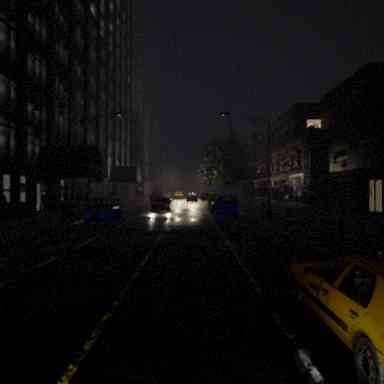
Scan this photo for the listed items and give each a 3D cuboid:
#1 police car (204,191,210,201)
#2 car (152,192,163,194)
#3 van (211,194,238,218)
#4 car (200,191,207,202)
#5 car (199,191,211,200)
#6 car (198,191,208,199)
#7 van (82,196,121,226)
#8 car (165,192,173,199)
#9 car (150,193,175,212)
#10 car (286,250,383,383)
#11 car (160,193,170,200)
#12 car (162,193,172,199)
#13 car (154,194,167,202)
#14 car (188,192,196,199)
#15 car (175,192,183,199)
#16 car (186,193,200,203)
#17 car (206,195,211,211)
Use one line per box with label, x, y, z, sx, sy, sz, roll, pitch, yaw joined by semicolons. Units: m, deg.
police car;3.007;1.077;43.000;1.930;1.638;5.238;0;0;0
car;-5.666;0.865;54.592;2.192;1.841;5.009;1;1;0
van;2.708;1.128;26.862;1.690;1.788;3.998;1;0;0
car;2.712;1.024;60.309;1.752;1.417;4.829;1;1;0
car;2.717;0.714;71.229;2.192;1.841;5.009;1;1;0
car;2.719;0.610;82.322;2.192;1.841;5.009;1;1;0
van;-5.673;1.174;21.316;1.690;1.788;3.998;1;0;0
car;-5.665;0.822;82.153;1.752;1.417;4.829;1;1;0
car;-3.091;1.205;34.066;1.882;1.535;5.008;0;0;0
car;2.702;1.488;4.848;1.752;1.417;4.829;1;0;0
car;-5.667;0.926;71.060;1.752;1.417;4.829;1;1;0
car;-5.666;0.913;76.778;1.947;1.339;4.313;1;1;0
car;-5.668;1.027;59.969;1.752;1.417;4.829;1;1;0
car;0.013;0.766;75.885;1.895;1.301;4.718;0;1;0
car;-2.988;0.764;75.740;1.882;1.535;5.008;0;1;0
car;0.009;1.131;56.831;1.895;1.301;4.718;0;1;0
car;2.706;1.307;32.410;1.947;1.339;4.313;1;0;0
